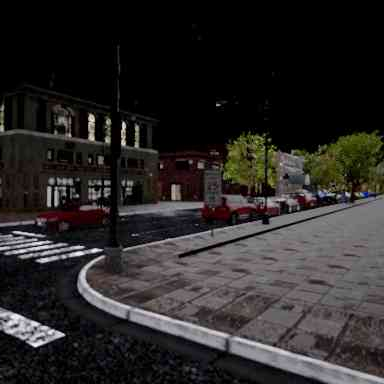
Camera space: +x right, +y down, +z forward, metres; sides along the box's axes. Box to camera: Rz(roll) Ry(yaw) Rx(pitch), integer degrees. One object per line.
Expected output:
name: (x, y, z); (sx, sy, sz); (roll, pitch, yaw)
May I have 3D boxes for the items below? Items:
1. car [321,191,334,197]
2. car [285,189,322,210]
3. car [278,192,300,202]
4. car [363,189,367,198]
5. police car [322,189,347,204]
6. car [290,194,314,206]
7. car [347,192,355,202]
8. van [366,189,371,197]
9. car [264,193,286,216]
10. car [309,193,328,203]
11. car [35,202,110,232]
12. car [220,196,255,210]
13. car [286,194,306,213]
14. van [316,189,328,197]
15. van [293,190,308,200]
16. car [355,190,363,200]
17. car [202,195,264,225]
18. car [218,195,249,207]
car: (33.334, 0.438, 81.778); (2.008, 1.369, 4.403); (1, 2, 34)
car: (12.006, 0.893, 35.922); (2.192, 1.841, 5.009); (1, 2, 34)
car: (14.603, 0.701, 49.773); (1.812, 1.442, 4.674); (1, 1, 34)
car: (34.068, 0.623, 68.046); (1.752, 1.417, 4.829); (1, 2, 34)
police car: (19.749, 0.847, 46.434); (1.930, 1.638, 5.238); (1, 1, 34)
car: (14.900, 0.971, 44.811); (1.812, 1.442, 4.674); (1, 1, 35)
car: (23.617, 0.691, 52.100); (2.097, 1.767, 4.553); (1, 1, 34)
van: (40.251, 0.302, 77.040); (1.690, 1.788, 3.998); (1, 2, 34)
car: (5.727, 1.152, 26.787); (1.967, 1.590, 4.097); (1, 1, 34)
car: (19.906, 0.861, 52.198); (1.812, 1.442, 4.674); (1, 1, 34)
car: (-6.570, 1.347, 19.131); (1.812, 1.442, 4.674); (1, 1, 34)
car: (4.992, 1.175, 35.956); (1.895, 1.301, 4.718); (1, 1, 35)
car: (8.865, 1.196, 31.359); (2.008, 1.369, 4.403); (1, 2, 34)
van: (30.197, 0.298, 77.204); (1.690, 1.788, 3.998); (1, 2, 34)
van: (20.782, 0.505, 63.499); (1.690, 1.788, 3.998); (1, 2, 34)
car: (30.833, 0.751, 63.339); (1.802, 1.307, 4.206); (1, 2, 34)
car: (2.590, 1.094, 22.215); (2.192, 1.841, 5.009); (1, 1, 34)
car: (5.088, 1.070, 40.661); (1.947, 1.339, 4.313); (1, 2, 34)
